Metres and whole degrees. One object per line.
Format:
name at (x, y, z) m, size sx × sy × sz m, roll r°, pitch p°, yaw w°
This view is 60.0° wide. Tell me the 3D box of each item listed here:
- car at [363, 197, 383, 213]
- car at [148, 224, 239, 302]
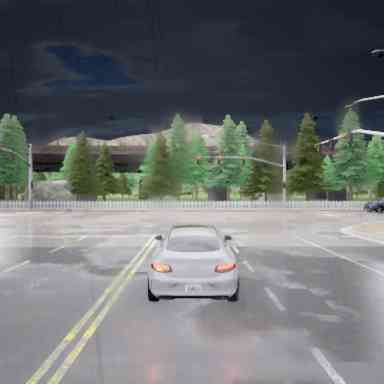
car at (20.737, 1.284, 35.283) m, size 4.553 × 1.767 × 2.097 m, roll 0°, pitch 0°, yaw 0°
car at (0.034, 1.523, 8.152) m, size 1.812 × 1.442 × 4.674 m, roll 0°, pitch 0°, yaw 0°
